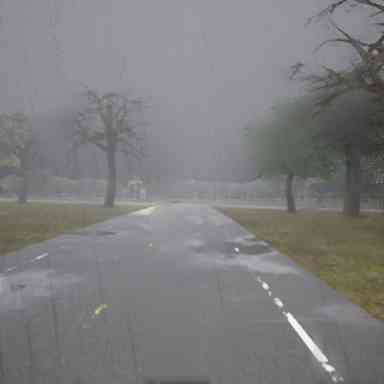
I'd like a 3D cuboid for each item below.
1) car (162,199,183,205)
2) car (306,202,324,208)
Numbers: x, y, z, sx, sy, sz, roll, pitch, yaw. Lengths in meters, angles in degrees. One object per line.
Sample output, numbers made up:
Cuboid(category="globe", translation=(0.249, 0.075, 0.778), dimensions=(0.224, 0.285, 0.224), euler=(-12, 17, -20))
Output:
Cuboid(category="car", translation=(-4.443, 2.252, 76.047), dimensions=(4.674, 1.442, 1.812), euler=(2, 0, 0))
Cuboid(category="car", translation=(30.694, 3.295, 82.855), dimensions=(4.181, 1.385, 1.994), euler=(2, 0, 0))
